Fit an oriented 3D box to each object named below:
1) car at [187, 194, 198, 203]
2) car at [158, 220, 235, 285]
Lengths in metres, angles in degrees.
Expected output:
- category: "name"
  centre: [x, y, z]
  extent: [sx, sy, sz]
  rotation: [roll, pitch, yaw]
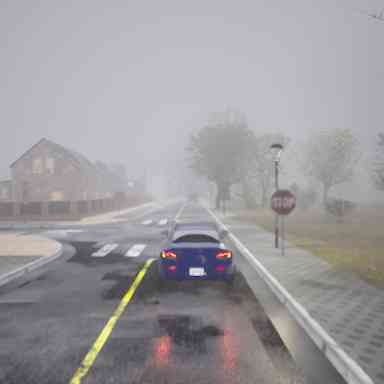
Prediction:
- category: "car"
  centre: [0.088, 1.345, 72.446]
  extent: [2.150, 2.045, 5.566]
  rotation: [0, 0, 0]
- category: "car"
  centre: [0.100, 1.524, 9.347]
  extent: [1.812, 1.442, 4.674]
  rotation: [0, 0, 0]
